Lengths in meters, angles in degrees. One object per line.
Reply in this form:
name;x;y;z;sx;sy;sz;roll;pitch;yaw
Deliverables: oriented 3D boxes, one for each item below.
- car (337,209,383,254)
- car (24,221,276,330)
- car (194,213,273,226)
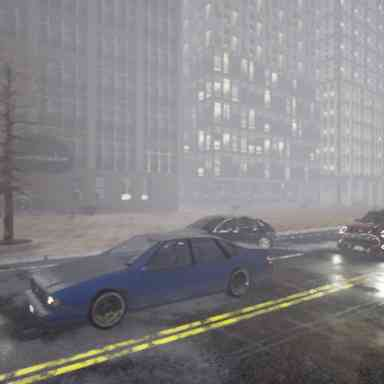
car;7.906;1.498;13.494;4.553;1.767;2.097;1;-1;-36
car;-0.544;1.594;7.173;5.357;1.411;2.033;1;0;-36
car;1.108;1.600;12.537;4.892;1.490;1.837;1;-1;-36
